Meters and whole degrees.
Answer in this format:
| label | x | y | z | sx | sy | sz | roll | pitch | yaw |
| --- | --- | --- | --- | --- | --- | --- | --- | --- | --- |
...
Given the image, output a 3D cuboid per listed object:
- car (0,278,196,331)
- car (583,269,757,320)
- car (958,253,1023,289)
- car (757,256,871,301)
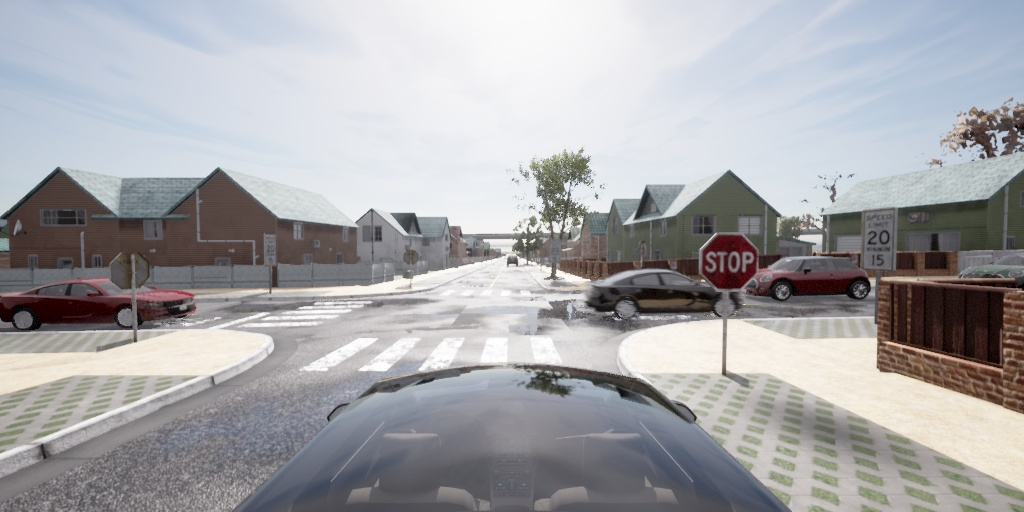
| label | x | y | z | sx | sy | sz | roll | pitch | yaw |
| --- | --- | --- | --- | --- | --- | --- | --- | --- | --- |
| car | -13.390 | 1.467 | 11.806 | 5.008 | 1.535 | 1.882 | 0 | 2 | -1 |
| car | 4.908 | 1.163 | 11.892 | 5.008 | 1.535 | 1.882 | -1 | 1 | 0 |
| car | 21.726 | 0.646 | 14.909 | 4.553 | 1.767 | 2.097 | -1 | 2 | 0 |
| car | 11.830 | 0.820 | 14.853 | 4.553 | 1.767 | 2.097 | -1 | 2 | 0 |
